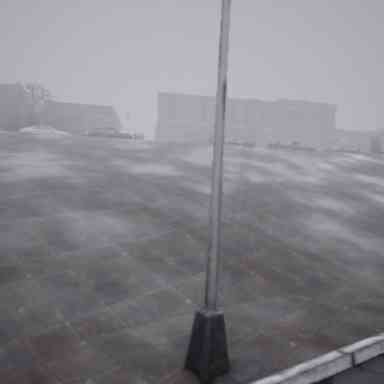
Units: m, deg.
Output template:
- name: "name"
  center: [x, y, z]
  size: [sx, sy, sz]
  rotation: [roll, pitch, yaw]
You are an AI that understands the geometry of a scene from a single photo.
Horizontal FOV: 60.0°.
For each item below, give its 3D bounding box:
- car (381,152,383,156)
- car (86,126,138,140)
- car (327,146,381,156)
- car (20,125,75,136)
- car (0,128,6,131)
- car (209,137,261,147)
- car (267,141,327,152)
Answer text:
- name: "car"
  center: [20.372, -3.340, 32.464]
  size: [5.008, 1.535, 2.097]
  rotation: [3, -1, -8]
- name: "car"
  center: [-6.963, -4.846, 29.330]
  size: [4.553, 1.767, 2.185]
  rotation: [3, -1, -6]
- name: "car"
  center: [14.886, -3.600, 31.673]
  size: [4.674, 1.452, 2.002]
  rotation: [3, -1, -7]
- name: "car"
  center: [-12.429, -4.938, 28.771]
  size: [4.674, 1.452, 2.002]
  rotation: [3, -1, -6]
- name: "car"
  center: [-18.063, -5.369, 28.200]
  size: [4.553, 1.767, 2.185]
  rotation: [3, -1, -6]
- name: "car"
  center: [3.904, -4.205, 30.435]
  size: [4.892, 1.521, 2.231]
  rotation: [3, -1, -6]
- name: "car"
  center: [9.388, -3.932, 31.001]
  size: [4.892, 1.521, 2.231]
  rotation: [3, -1, -6]
